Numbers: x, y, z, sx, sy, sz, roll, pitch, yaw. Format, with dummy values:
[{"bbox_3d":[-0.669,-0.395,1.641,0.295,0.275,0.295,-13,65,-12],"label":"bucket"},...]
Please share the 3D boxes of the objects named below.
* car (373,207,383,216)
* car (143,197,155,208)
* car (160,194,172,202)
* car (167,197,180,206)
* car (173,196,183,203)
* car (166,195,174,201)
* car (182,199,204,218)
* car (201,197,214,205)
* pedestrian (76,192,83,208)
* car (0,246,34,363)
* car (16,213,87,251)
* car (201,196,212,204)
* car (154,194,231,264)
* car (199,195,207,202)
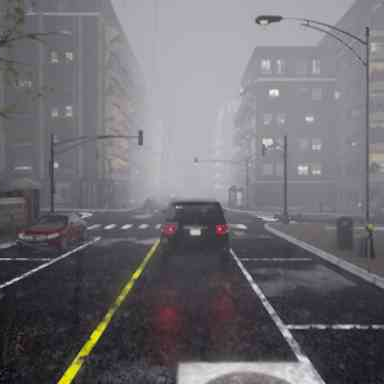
[{"bbox_3d":[21.370,1.822,34.964,4.097,1.590,1.967,1,-1,-1],"label":"car"},{"bbox_3d":[-5.725,1.439,46.501,1.967,1.590,4.097,0,0,0],"label":"car"},{"bbox_3d":[-5.745,1.316,74.694,2.192,1.841,5.009,0,0,0],"label":"car"},{"bbox_3d":[-3.092,1.564,57.600,1.994,1.385,4.181,0,0,0],"label":"car"},{"bbox_3d":[-3.048,1.526,72.971,1.812,1.442,4.674,0,0,0],"label":"car"},{"bbox_3d":[-5.751,1.527,85.802,1.752,1.417,4.829,0,0,0],"label":"car"},{"bbox_3d":[0.079,1.476,31.693,1.882,1.535,5.008,0,0,0],"label":"car"},{"bbox_3d":[2.648,1.551,57.778,2.008,1.369,4.403,0,0,0],"label":"car"},{"bbox_3d":[-12.738,0.903,37.489,0.375,1.860,0.375,0,-1,-1],"label":"pedestrian"},{"bbox_3d":[-3.098,1.505,2.053,1.837,1.490,4.892,0,0,0],"label":"car"},{"bbox_3d":[-5.703,1.581,14.090,1.802,1.307,4.206,0,0,0],"label":"car"},{"bbox_3d":[2.645,1.545,63.416,1.887,1.381,4.507,0,0,0],"label":"car"},{"bbox_3d":[0.087,1.221,11.983,2.150,2.045,5.566,0,0,0],"label":"car"},{"bbox_3d":[2.633,1.442,80.333,1.967,1.590,4.097,0,0,0],"label":"car"}]
